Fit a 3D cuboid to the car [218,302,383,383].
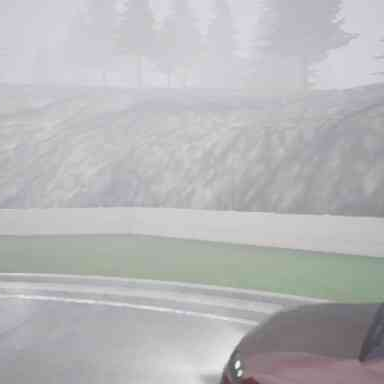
[{"bbox_3d":[2.248,1.456,2.296,4.181,1.385,1.994,0,2,36],"label":"car"}]
